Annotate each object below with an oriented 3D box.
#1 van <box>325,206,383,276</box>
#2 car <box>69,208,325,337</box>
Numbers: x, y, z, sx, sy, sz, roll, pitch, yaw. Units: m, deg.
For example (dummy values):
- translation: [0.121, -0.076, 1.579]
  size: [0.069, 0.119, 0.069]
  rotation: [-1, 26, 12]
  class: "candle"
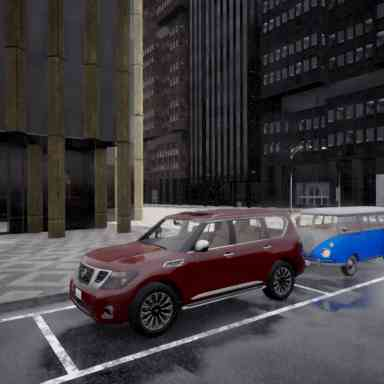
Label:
- translation: [4.712, 1.341, 10.023]
  size: [3.998, 1.788, 1.690]
  rotation: [0, 0, -36]
  class: "van"
- translation: [0.216, 1.315, 6.813]
  size: [5.009, 1.841, 2.192]
  rotation: [0, 0, -36]
  class: "car"
